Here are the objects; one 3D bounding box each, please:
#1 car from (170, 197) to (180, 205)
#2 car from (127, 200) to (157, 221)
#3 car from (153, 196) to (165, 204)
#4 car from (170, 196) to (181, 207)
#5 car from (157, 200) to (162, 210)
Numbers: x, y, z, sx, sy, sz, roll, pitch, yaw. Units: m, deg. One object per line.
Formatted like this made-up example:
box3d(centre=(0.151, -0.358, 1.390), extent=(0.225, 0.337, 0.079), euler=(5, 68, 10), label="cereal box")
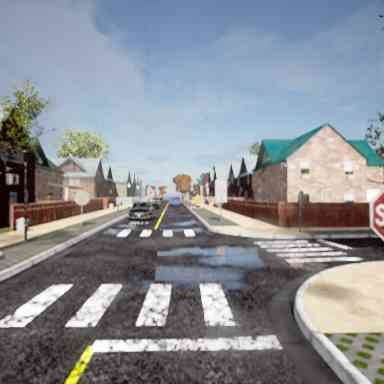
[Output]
box3d(centre=(-3.387, 1.735, 65.330), extent=(1.882, 1.535, 5.008), euler=(0, -1, -3), label="car")
box3d(centre=(-4.101, 1.533, 27.287), extent=(1.837, 1.490, 4.892), euler=(0, 0, -3), label="car")
box3d(centre=(-5.851, 1.421, 60.180), extent=(1.994, 1.385, 4.181), euler=(0, 0, -3), label="car")
box3d(centre=(-2.787, 1.730, 55.555), extent=(2.033, 1.411, 5.357), euler=(0, 0, -3), label="car")
box3d(centre=(-5.066, 1.712, 44.594), extent=(1.895, 1.301, 4.718), euler=(0, 0, -3), label="car")
